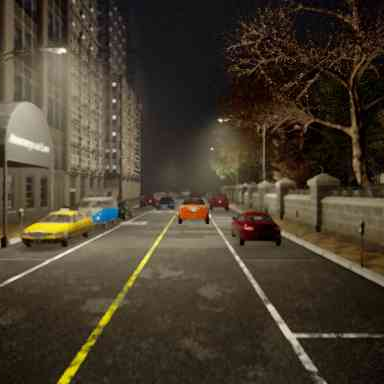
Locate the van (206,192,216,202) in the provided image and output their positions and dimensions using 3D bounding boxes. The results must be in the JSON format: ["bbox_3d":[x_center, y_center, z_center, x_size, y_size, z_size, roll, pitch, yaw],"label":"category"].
[{"bbox_3d":[3.657,0.893,63.581,1.690,1.788,3.998,1,0,2],"label":"van"}]

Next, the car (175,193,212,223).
[{"bbox_3d":[0.135,1.200,24.055,2.097,1.767,4.553,0,0,0],"label":"car"}]

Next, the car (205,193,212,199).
[{"bbox_3d":[4.231,0.949,85.489,1.802,1.307,4.206,1,1,2],"label":"car"}]

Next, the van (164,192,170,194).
[{"bbox_3d":[-5.008,0.979,52.896,1.690,1.788,3.998,1,0,2],"label":"van"}]

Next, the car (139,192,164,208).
[{"bbox_3d":[-5.296,1.037,41.951,2.192,1.841,5.009,1,0,2],"label":"car"}]

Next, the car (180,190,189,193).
[{"bbox_3d":[-1.641,0.460,78.981,2.150,2.045,5.566,0,0,2],"label":"car"}]

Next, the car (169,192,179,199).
[{"bbox_3d":[-4.289,0.855,80.258,1.967,1.590,4.097,1,1,2],"label":"car"}]

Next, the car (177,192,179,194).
[{"bbox_3d":[-4.434,1.012,74.786,2.008,1.369,4.403,1,0,2],"label":"car"}]

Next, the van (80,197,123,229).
[{"bbox_3d":[-5.683,1.214,20.340,1.690,1.788,3.998,1,0,0],"label":"van"}]

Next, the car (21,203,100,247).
[{"bbox_3d":[-5.694,1.434,14.611,1.752,1.417,4.829,0,0,0],"label":"car"}]

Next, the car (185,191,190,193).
[{"bbox_3d":[0.475,1.077,41.163,2.097,1.767,4.553,0,0,2],"label":"car"}]

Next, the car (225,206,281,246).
[{"bbox_3d":[2.695,1.492,14.516,1.802,1.307,4.206,0,0,0],"label":"car"}]

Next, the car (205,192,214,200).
[{"bbox_3d":[3.944,0.902,74.534,1.967,1.590,4.097,1,1,2],"label":"car"}]

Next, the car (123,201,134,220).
[{"bbox_3d":[-5.655,1.402,25.884,1.947,1.339,4.313,1,0,1],"label":"car"}]

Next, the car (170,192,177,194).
[{"bbox_3d":[-4.719,0.867,63.839,2.192,1.841,5.009,1,0,2],"label":"car"}]

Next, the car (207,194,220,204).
[{"bbox_3d":[3.367,1.078,52.628,1.967,1.590,4.097,1,0,2],"label":"car"}]

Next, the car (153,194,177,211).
[{"bbox_3d":[-2.840,1.284,36.828,1.812,1.442,4.674,0,0,2],"label":"car"}]

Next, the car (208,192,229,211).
[{"bbox_3d":[2.936,1.077,36.198,2.192,1.841,5.009,1,0,2],"label":"car"}]

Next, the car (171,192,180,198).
[{"bbox_3d":[-4.145,0.807,85.730,1.967,1.590,4.097,1,1,2],"label":"car"}]
